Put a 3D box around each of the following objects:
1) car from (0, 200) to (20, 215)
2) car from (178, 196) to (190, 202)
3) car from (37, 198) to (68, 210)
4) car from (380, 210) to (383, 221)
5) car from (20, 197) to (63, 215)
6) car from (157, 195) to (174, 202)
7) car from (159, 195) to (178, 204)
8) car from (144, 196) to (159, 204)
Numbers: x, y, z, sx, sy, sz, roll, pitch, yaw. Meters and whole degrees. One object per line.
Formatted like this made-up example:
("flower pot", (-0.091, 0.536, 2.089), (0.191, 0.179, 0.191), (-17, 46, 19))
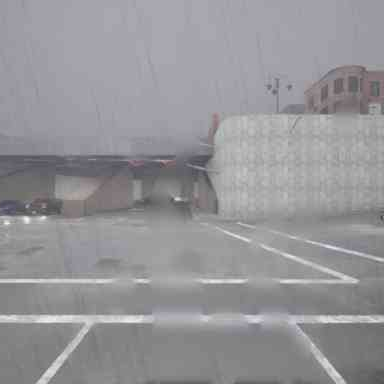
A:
("car", (-18.356, 1.526, 33.706), (1.812, 1.442, 4.674), (0, 0, -2))
("car", (-2.265, 1.524, 75.136), (1.812, 1.442, 4.674), (0, 0, 28))
("car", (-18.653, 1.547, 44.832), (2.033, 1.411, 5.357), (0, 0, -2))
("car", (12.789, 0.873, 18.181), (4.674, 1.442, 1.812), (-7, 0, -1))
("car", (-14.844, 1.352, 33.386), (2.097, 1.767, 4.553), (0, 0, -2))
("car", (-5.945, 1.500, 75.392), (1.837, 1.490, 4.892), (0, 0, 24))
("car", (-4.573, 1.491, 65.123), (2.128, 1.511, 4.902), (0, 0, 4))
("car", (-8.093, 1.547, 64.960), (2.033, 1.411, 5.357), (0, 0, 4))
